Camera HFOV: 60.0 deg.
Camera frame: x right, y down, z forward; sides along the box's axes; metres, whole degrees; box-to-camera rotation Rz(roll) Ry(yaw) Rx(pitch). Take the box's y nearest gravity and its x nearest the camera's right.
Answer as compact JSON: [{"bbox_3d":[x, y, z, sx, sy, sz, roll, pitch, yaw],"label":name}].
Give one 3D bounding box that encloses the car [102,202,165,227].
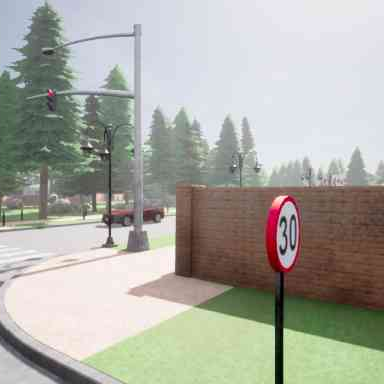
[{"bbox_3d":[-3.991,1.464,23.142,1.882,1.535,5.008,0,0,35],"label":"car"}]
